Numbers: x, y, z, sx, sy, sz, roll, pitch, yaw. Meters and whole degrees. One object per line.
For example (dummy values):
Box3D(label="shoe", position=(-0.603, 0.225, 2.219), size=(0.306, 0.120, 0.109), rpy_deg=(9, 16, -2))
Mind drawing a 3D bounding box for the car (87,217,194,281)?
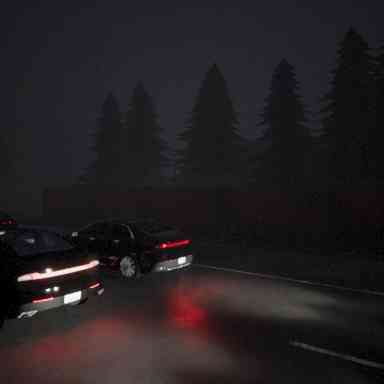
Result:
Box3D(label="car", position=(-2.226, 1.504, 9.909), size=(4.892, 1.490, 1.837), rpy_deg=(0, 0, 36))

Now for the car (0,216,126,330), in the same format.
Box3D(label="car", position=(-3.899, 1.491, 6.799), size=(4.902, 1.511, 2.128), rpy_deg=(0, 0, 36))

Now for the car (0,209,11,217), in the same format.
Box3D(label="car", position=(-9.971, 1.503, 15.473), size=(4.892, 1.490, 1.837), rpy_deg=(0, 0, 36))
